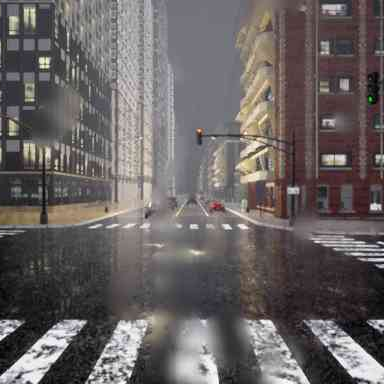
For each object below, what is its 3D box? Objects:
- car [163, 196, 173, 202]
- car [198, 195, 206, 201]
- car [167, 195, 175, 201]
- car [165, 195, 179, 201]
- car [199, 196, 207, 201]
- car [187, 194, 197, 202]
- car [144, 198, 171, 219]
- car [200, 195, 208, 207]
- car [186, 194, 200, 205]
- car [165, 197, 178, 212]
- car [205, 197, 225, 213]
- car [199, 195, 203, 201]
[{"bbox_3d":[-5.695,1.589,78.412,2.008,1.369,4.403,0,0,0],"label":"car"},{"bbox_3d":[2.684,1.491,89.710,1.967,1.590,4.097,0,0,0],"label":"car"},{"bbox_3d":[-5.697,1.595,89.709,1.887,1.381,4.507,0,0,0],"label":"car"},{"bbox_3d":[-3.057,1.521,49.954,1.837,1.490,4.892,0,0,0],"label":"car"},{"bbox_3d":[2.684,1.626,84.061,1.802,1.307,4.206,0,0,0],"label":"car"},{"bbox_3d":[-0.004,1.218,69.824,2.097,1.767,4.553,0,0,0],"label":"car"},{"bbox_3d":[-3.120,1.553,29.519,2.033,1.411,5.357,0,0,-4],"label":"car"},{"bbox_3d":[2.688,1.567,50.170,2.008,1.369,4.403,0,0,0],"label":"car"},{"bbox_3d":[-0.003,1.548,59.851,1.812,1.442,4.674,0,0,0],"label":"car"},{"bbox_3d":[-3.085,1.574,39.539,1.994,1.385,4.181,0,0,1],"label":"car"},{"bbox_3d":[2.739,1.591,37.253,1.802,1.307,4.206,0,0,0],"label":"car"},{"bbox_3d":[2.688,1.571,55.818,2.008,1.369,4.403,0,0,0],"label":"car"}]
